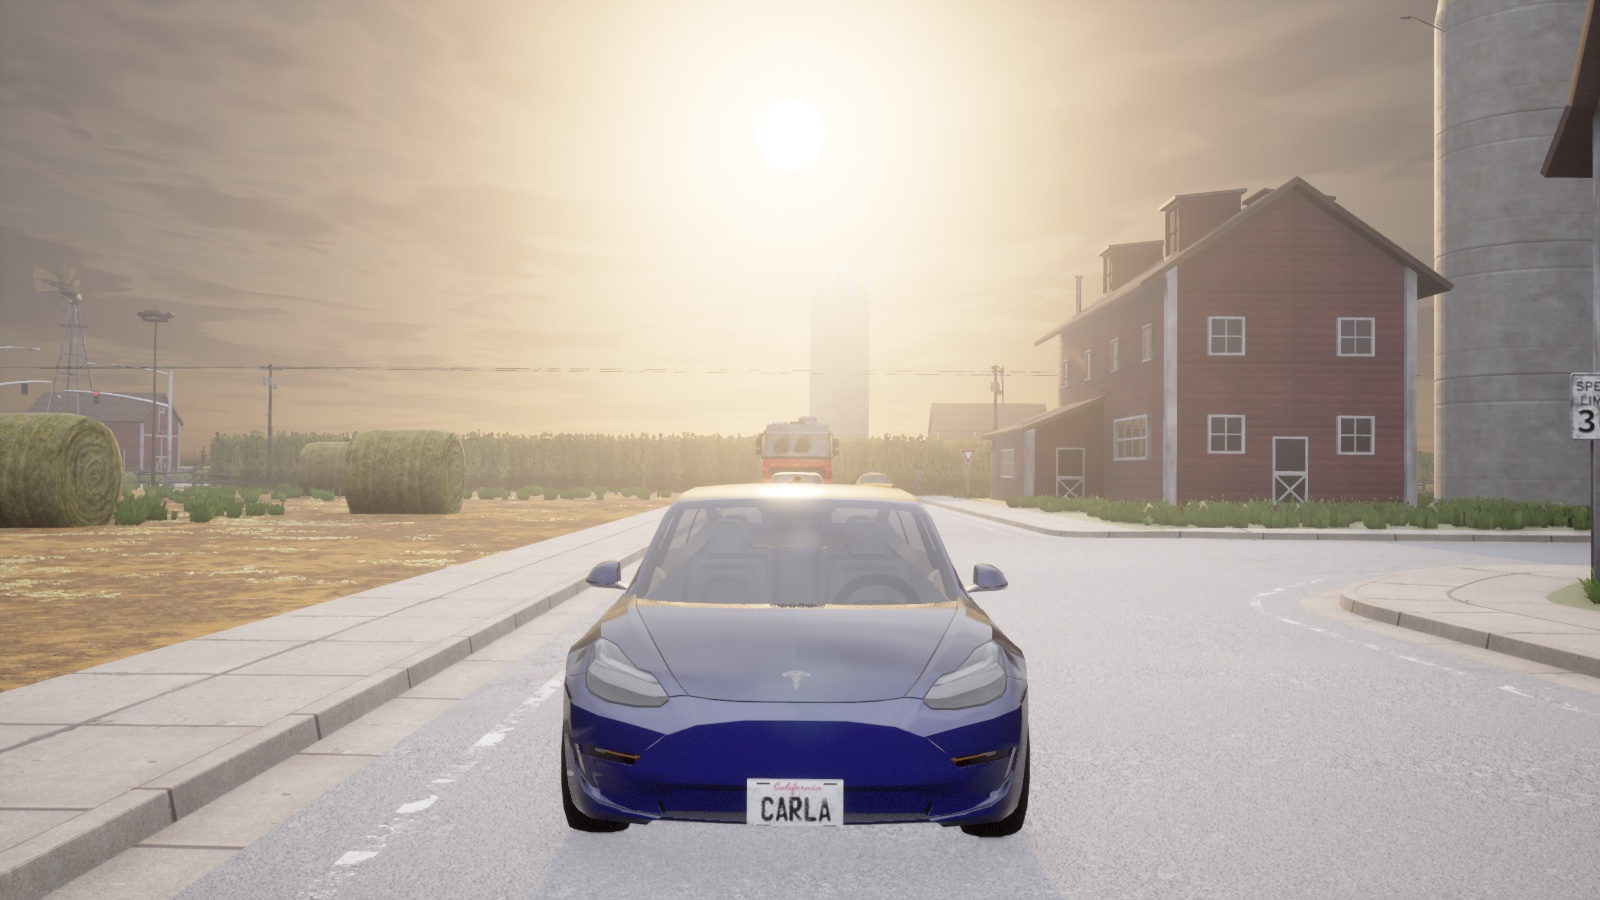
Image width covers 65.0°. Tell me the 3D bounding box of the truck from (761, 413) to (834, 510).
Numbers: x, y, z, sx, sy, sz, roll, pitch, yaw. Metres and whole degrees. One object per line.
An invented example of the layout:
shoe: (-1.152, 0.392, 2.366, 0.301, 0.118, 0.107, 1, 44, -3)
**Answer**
truck: (-0.113, 0.516, 54.001, 2.891, 3.827, 8.468, 0, -1, 0)

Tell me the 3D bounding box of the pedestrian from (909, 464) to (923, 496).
pedestrian: (6.591, 1.693, 71.061, 0.706, 1.836, 0.354, -1, -1, 31)

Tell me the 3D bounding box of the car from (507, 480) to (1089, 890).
car: (-0.010, 0.931, 7.078, 2.163, 1.488, 4.792, 0, -1, 0)

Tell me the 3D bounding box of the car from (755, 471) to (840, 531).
car: (-0.075, 1.318, 34.059, 2.128, 1.511, 4.902, 0, -1, 0)

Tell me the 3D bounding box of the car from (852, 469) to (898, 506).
car: (3.371, 1.673, 57.281, 1.801, 1.575, 5.366, 0, -1, 0)
